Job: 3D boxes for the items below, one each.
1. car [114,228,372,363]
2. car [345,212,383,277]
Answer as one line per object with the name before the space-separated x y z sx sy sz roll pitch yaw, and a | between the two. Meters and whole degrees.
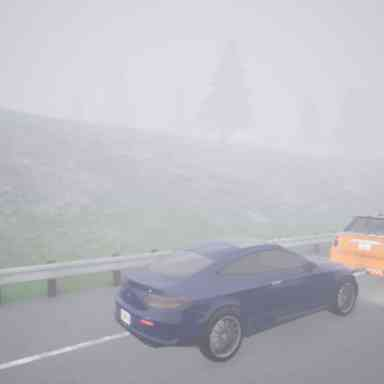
car | 0.996 1.521 5.835 4.674 1.442 1.812 0 0 -35
car | 5.929 1.338 9.170 4.553 1.767 2.097 0 0 -33
